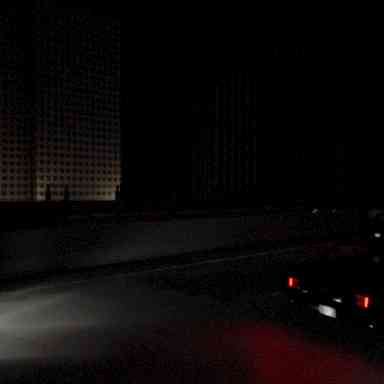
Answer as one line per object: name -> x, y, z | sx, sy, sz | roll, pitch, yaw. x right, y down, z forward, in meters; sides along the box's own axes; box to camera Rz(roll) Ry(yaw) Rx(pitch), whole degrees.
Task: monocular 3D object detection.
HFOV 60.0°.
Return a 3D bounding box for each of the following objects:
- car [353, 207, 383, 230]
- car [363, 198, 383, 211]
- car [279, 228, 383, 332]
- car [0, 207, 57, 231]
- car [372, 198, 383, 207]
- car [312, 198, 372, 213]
car -> 9.332, 1.537, 14.702 | 4.674, 1.442, 1.812 | 0, 0, -36
car -> 24.344, 1.523, 42.798 | 4.902, 1.511, 2.128 | 0, 0, -35
car -> 3.966, 1.606, 6.575 | 4.718, 1.301, 1.895 | 0, 0, -36
car -> -10.328, 1.549, 18.121 | 5.357, 1.411, 2.033 | 0, 0, -36
car -> 18.736, 1.516, 34.540 | 4.902, 1.511, 2.128 | 0, 0, -35
car -> 10.928, 1.368, 24.683 | 4.553, 1.767, 2.097 | 0, 0, -35
